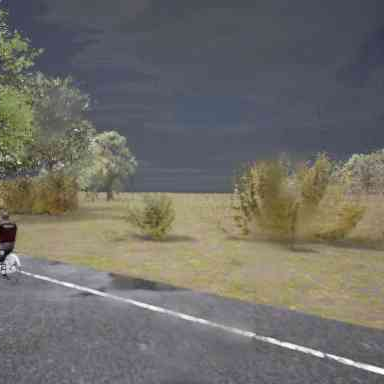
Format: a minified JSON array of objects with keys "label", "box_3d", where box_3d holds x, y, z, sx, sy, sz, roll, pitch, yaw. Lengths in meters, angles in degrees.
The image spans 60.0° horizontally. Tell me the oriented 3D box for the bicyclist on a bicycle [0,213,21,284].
[{"label":"bicyclist on a bicycle","box_3d":[-4.912,1.415,8.606,1.843,1.776,0.659,0,0,36]}]
